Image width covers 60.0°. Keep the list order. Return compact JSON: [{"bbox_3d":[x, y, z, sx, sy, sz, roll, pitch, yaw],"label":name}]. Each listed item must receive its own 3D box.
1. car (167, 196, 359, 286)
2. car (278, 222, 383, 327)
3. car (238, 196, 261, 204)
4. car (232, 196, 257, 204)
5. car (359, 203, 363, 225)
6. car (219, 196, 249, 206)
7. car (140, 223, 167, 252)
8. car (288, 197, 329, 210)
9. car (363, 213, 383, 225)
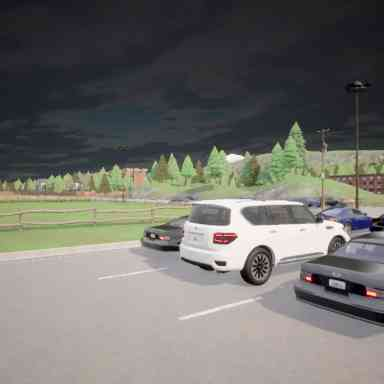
[{"bbox_3d":[2.275,1.221,9.689,5.566,2.045,2.150,0,0,-35],"label":"car"},{"bbox_3d":[4.392,1.547,6.898,5.357,1.411,2.033,0,0,-36],"label":"car"},{"bbox_3d":[11.554,1.525,67.011,1.812,1.442,4.674,0,0,-36],"label":"car"},{"bbox_3d":[9.939,1.525,63.228,1.812,1.442,4.674,0,0,-36],"label":"car"},{"bbox_3d":[8.475,1.526,18.460,4.674,1.442,1.812,0,0,-36],"label":"car"},{"bbox_3d":[6.982,1.491,55.375,2.128,1.511,4.902,0,0,-36],"label":"car"},{"bbox_3d":[0.694,1.547,12.860,5.357,1.411,2.033,0,0,-36],"label":"car"},{"bbox_3d":[15.317,1.477,44.019,1.882,1.535,5.008,0,0,-36],"label":"car"},{"bbox_3d":[10.340,1.478,15.498,5.008,1.535,1.882,0,0,-35],"label":"car"}]
